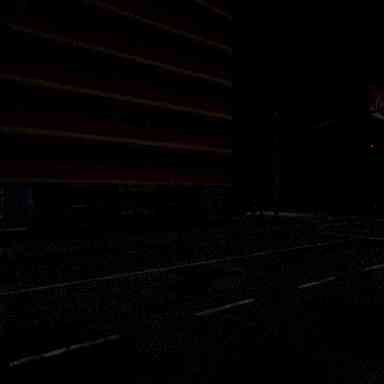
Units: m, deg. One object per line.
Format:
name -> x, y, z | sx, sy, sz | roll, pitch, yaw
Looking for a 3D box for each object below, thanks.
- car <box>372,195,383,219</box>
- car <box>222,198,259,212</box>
car -> 16.751, 1.224, 25.050 | 5.566, 2.045, 2.150 | 0, 0, 41
car -> 5.619, 1.492, 38.848 | 2.128, 1.511, 4.902 | 0, 0, -36
